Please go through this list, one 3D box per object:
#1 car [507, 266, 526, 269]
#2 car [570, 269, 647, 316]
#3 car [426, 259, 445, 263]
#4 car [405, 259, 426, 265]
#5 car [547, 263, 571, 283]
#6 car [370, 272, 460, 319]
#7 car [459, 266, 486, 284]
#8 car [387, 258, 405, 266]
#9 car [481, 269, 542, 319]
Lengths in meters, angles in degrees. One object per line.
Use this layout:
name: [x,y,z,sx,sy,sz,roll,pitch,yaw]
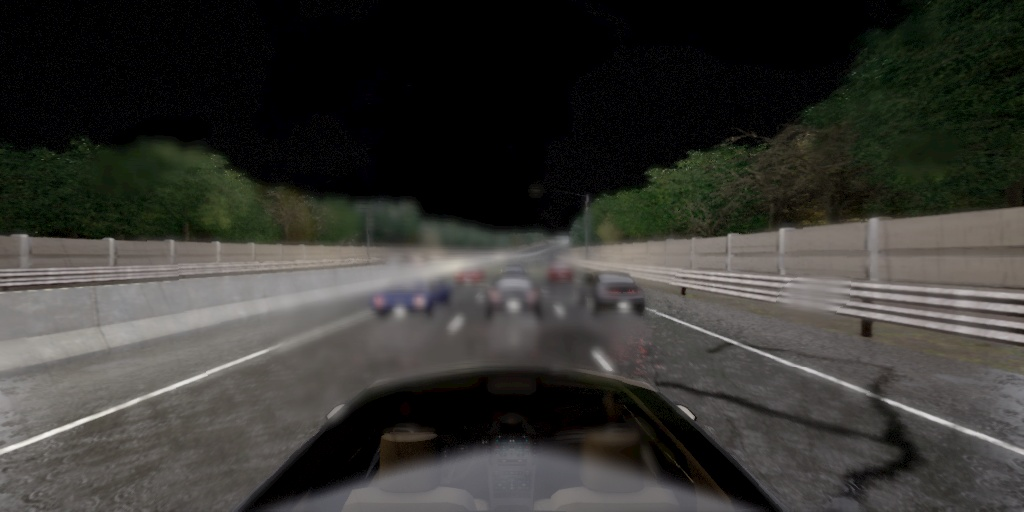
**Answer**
car: [0.329,1.421,26.520,2.033,1.411,5.357,0,0,2]
car: [3.633,1.348,13.804,1.837,1.490,4.892,0,0,1]
car: [-12.474,1.238,60.503,1.895,1.301,4.718,0,1,3]
car: [-15.973,1.235,60.560,1.895,1.301,4.718,0,1,3]
car: [3.946,1.353,29.772,1.882,1.535,5.008,0,0,2]
car: [-3.382,1.435,13.213,1.895,1.301,4.718,0,0,1]
car: [-3.117,1.472,28.111,1.895,1.301,4.718,0,0,2]
car: [-19.464,1.122,60.781,2.128,1.511,4.902,0,1,3]
car: [0.118,1.362,13.108,1.812,1.442,4.674,0,-1,2]
